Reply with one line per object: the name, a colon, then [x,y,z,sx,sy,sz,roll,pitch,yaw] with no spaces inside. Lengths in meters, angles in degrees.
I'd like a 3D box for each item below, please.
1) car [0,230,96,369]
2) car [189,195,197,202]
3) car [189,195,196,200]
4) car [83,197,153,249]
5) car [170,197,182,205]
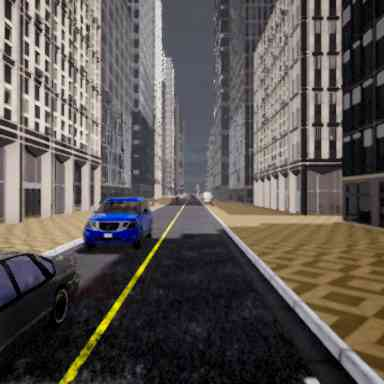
car: [-3.095,1.554,4.288,2.033,1.411,5.357,0,0,0]
car: [0.152,1.563,79.866,2.128,1.511,4.902,0,0,0]
car: [0.181,1.514,94.403,1.837,1.490,4.892,0,0,0]
car: [-3.062,1.252,14.980,2.150,2.045,5.566,0,0,0]
car: [-2.911,1.632,61.655,1.837,1.490,4.892,0,0,1]
